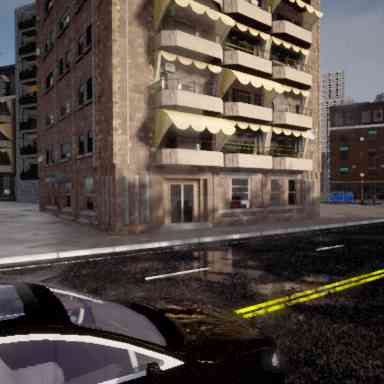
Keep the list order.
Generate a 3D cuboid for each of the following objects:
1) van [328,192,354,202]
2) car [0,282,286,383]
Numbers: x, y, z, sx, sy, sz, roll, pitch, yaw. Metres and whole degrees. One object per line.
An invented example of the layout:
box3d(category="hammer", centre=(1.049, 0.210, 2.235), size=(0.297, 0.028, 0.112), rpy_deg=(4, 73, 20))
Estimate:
box3d(category="van", centre=(26.017, 0.875, 57.908), size=(3.998, 1.788, 1.690), rpy_deg=(1, 0, 22))
box3d(category="car", centre=(-1.368, 1.491, 2.432), size=(4.902, 1.511, 2.128), rpy_deg=(0, 0, -35))
